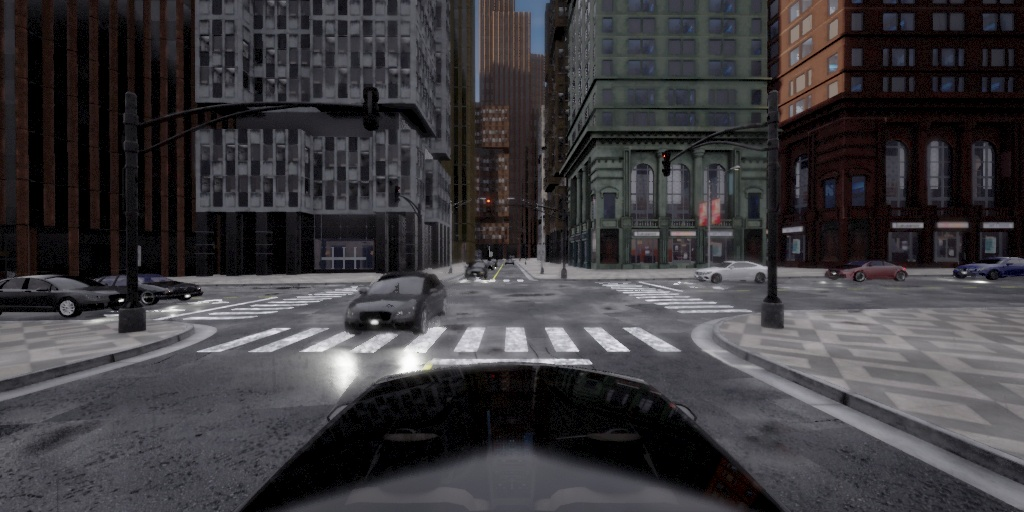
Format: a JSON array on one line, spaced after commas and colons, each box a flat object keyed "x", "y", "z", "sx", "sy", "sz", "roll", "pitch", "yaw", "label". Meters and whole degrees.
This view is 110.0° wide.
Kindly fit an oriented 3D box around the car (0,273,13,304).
[{"x": -27.353, "y": 1.610, "z": 16.963, "sx": 4.892, "sy": 1.490, "sz": 1.837, "roll": -1, "pitch": 0, "yaw": 0, "label": "car"}]

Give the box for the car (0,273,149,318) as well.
[{"x": -17.423, "y": 1.492, "z": 13.740, "sx": 4.892, "sy": 1.490, "sz": 1.837, "roll": -1, "pitch": 0, "yaw": 0, "label": "car"}]

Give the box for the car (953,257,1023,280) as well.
[{"x": 32.375, "y": 0.811, "z": 23.836, "sx": 4.674, "sy": 1.442, "sz": 1.812, "roll": -1, "pitch": 0, "yaw": -1, "label": "car"}]

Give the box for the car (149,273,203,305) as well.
[{"x": -17.867, "y": 1.524, "z": 17.046, "sx": 5.357, "sy": 1.411, "sz": 2.033, "roll": -1, "pitch": 0, "yaw": 5, "label": "car"}]

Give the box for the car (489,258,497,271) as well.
[{"x": -3.346, "y": 1.315, "z": 47.719, "sx": 1.895, "sy": 1.301, "sz": 4.718, "roll": 0, "pitch": 0, "yaw": 0, "label": "car"}]

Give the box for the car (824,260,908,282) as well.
[{"x": 23.416, "y": 0.962, "z": 23.812, "sx": 4.181, "sy": 1.385, "sz": 1.994, "roll": -1, "pitch": 0, "yaw": 0, "label": "car"}]

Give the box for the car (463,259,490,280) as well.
[{"x": -3.058, "y": 1.244, "z": 31.088, "sx": 1.837, "sy": 1.490, "sz": 4.892, "roll": 0, "pitch": 0, "yaw": -3, "label": "car"}]

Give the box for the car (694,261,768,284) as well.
[{"x": 14.594, "y": 1.037, "z": 23.787, "sx": 4.674, "sy": 1.442, "sz": 1.812, "roll": -1, "pitch": 0, "yaw": -1, "label": "car"}]

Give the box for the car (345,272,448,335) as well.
[{"x": -3.119, "y": 1.254, "z": 10.550, "sx": 1.837, "sy": 1.490, "sz": 4.892, "roll": 0, "pitch": 0, "yaw": 0, "label": "car"}]
